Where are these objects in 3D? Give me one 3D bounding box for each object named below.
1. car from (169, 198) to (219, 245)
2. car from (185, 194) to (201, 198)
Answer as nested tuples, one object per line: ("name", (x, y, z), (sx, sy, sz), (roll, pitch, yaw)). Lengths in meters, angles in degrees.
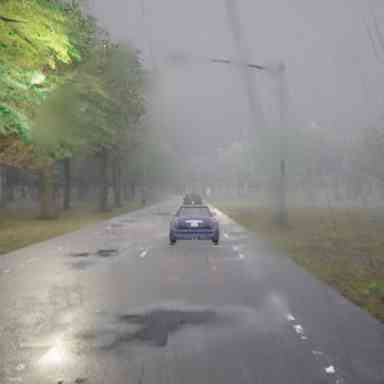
("car", (0.098, 1.354, 15.789), (2.097, 1.767, 4.553), (0, 0, 0))
("car", (0.096, 1.235, 38.026), (2.150, 2.045, 5.566), (0, 0, 0))
